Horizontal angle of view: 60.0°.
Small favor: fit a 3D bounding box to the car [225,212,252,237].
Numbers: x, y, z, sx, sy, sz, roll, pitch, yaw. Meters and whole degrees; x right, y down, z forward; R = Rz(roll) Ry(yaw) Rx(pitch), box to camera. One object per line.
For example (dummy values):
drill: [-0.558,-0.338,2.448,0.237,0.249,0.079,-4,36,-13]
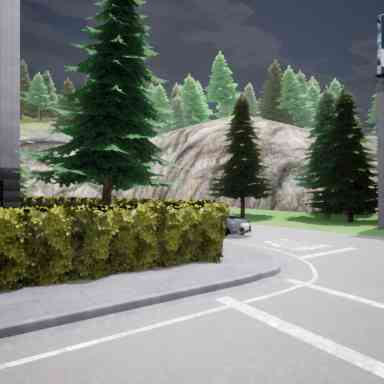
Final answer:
car: [1.221,1.668,19.335,2.128,1.511,4.902,0,0,-42]
